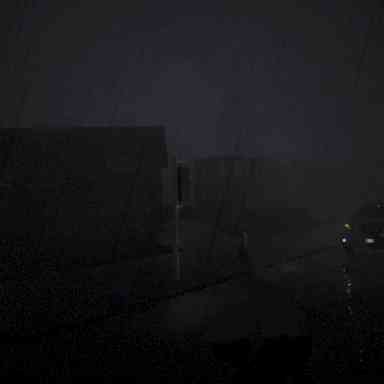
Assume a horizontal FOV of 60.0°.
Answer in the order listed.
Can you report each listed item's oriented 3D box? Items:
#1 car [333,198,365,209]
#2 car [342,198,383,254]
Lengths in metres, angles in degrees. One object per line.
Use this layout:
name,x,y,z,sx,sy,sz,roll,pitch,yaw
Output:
car,22.466,1.616,47.665,3.633,1.501,1.845,-2,-1,44
car,8.059,1.339,13.545,2.150,2.045,5.566,-2,-1,44
